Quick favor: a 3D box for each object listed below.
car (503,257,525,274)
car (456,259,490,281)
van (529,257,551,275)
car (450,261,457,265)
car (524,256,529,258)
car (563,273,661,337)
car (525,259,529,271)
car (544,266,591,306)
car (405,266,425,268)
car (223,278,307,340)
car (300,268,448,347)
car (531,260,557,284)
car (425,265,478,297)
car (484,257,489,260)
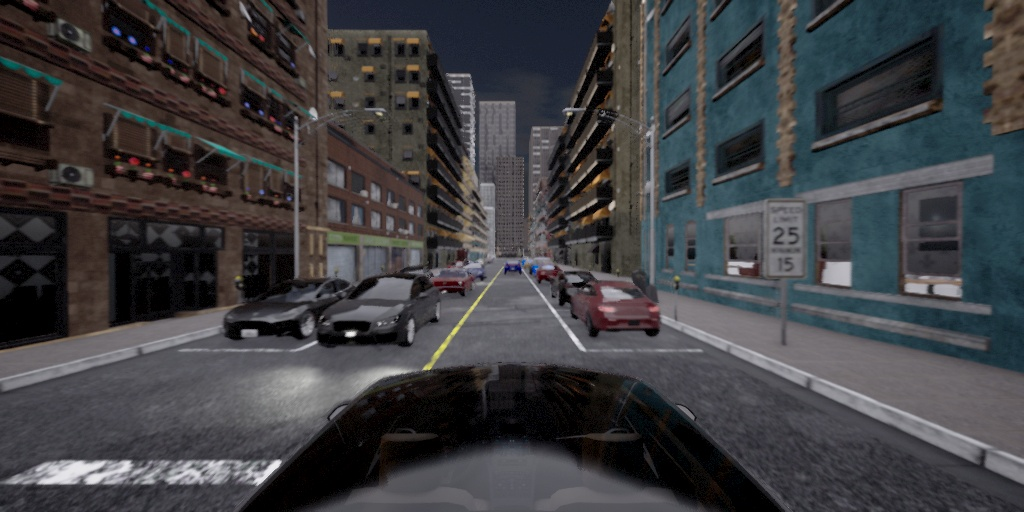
[{"bbox_3d":[0.087,1.158,39.179,1.882,1.535,5.008,0,0,0],"label":"car"},{"bbox_3d":[-3.100,1.223,29.367,1.812,1.442,4.674,0,0,0],"label":"car"},{"bbox_3d":[2.677,1.034,32.052,1.690,1.789,3.998,0,0,0],"label":"van"},{"bbox_3d":[-5.707,1.228,37.585,1.888,1.381,4.507,0,0,0],"label":"car"},{"bbox_3d":[2.667,1.182,54.316,1.751,1.417,4.829,0,0,0],"label":"car"},{"bbox_3d":[2.686,1.315,9.959,1.802,1.307,4.207,0,0,0],"label":"car"},{"bbox_3d":[2.674,1.249,37.576,1.948,1.339,4.313,0,0,0],"label":"car"},{"bbox_3d":[2.683,1.288,15.482,1.948,1.339,4.313,0,0,0],"label":"car"},{"bbox_3d":[-5.700,1.277,21.015,1.948,1.339,4.313,0,0,0],"label":"car"},{"bbox_3d":[-5.696,1.298,9.967,1.948,1.339,4.313,0,0,0],"label":"car"},{"bbox_3d":[-3.093,1.239,9.310,1.837,1.490,4.892,0,0,0],"label":"car"},{"bbox_3d":[2.679,1.248,26.529,1.888,1.381,4.507,0,0,0],"label":"car"},{"bbox_3d":[-3.097,1.317,18.678,1.895,1.301,4.718,0,0,0],"label":"car"},{"bbox_3d":[-5.718,1.166,65.032,1.751,1.417,4.829,0,0,0],"label":"car"}]
